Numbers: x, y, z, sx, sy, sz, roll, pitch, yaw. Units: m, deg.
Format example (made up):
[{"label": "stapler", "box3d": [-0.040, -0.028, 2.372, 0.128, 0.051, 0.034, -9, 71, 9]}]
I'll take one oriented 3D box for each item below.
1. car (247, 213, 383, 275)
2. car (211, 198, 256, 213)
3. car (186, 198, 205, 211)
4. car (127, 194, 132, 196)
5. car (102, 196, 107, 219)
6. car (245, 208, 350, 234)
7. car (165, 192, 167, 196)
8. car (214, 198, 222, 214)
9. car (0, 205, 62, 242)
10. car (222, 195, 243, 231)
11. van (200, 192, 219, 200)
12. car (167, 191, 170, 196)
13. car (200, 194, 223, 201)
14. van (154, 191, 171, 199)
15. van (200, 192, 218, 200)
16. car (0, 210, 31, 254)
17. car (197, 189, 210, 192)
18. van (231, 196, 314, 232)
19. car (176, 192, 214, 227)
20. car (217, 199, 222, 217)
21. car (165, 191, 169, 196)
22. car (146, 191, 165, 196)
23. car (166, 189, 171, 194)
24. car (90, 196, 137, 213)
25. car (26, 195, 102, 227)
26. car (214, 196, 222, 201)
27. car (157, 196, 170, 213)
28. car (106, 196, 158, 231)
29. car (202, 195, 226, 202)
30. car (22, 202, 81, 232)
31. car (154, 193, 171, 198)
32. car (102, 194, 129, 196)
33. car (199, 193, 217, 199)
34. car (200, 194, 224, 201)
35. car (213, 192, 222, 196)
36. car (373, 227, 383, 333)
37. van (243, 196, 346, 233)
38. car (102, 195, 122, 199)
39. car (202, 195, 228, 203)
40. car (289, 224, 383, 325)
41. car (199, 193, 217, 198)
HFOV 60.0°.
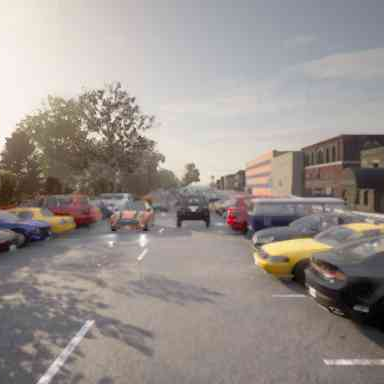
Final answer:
[{"label": "car", "box3d": [4.349, 1.472, 8.627, 5.366, 1.575, 1.946, 0, 0, 0]}, {"label": "car", "box3d": [4.496, 1.486, 36.318, 4.674, 1.452, 2.002, -1, 0, 0]}, {"label": "car", "box3d": [0.472, 1.486, 40.627, 1.812, 1.442, 4.674, 0, 0, 7]}, {"label": "car", "box3d": [-8.595, 1.197, 33.669, 5.566, 2.045, 2.435, 0, 0, 0]}, {"label": "car", "box3d": [-8.526, 1.335, 22.529, 4.553, 1.767, 2.185, 0, 0, 0]}, {"label": "car", "box3d": [4.538, 1.474, 11.411, 4.892, 1.521, 2.231, 0, 0, 0]}, {"label": "car", "box3d": [-8.256, 1.199, 67.992, 5.008, 1.535, 2.097, 0, 0, 0]}, {"label": "car", "box3d": [4.516, 1.495, 28.110, 4.674, 1.452, 2.002, 0, 0, 0]}, {"label": "car", "box3d": [-8.556, 1.470, 14.175, 5.008, 1.535, 2.097, 0, 0, 0]}, {"label": "car", "box3d": [4.556, 1.216, 16.977, 5.566, 2.045, 2.435, 0, 0, 0]}, {"label": "van", "box3d": [4.222, 0.940, 79.432, 4.442, 1.987, 1.878, 0, 0, 0]}, {"label": "car", "box3d": [-8.208, 1.195, 79.286, 4.792, 1.488, 2.163, 0, 0, 0]}, {"label": "car", "box3d": [4.323, 1.183, 73.781, 5.008, 1.535, 2.097, 0, 0, 0]}, {"label": "van", "box3d": [-8.094, 0.833, 90.720, 4.442, 1.987, 1.878, 0, 1, 0]}, {"label": "van", "box3d": [4.233, 0.920, 84.963, 4.442, 1.987, 1.878, 0, 0, 0]}, {"label": "car", "box3d": [-8.518, 1.502, 11.389, 4.792, 1.488, 2.163, 0, 0, 0]}, {"label": "car", "box3d": [4.362, 0.923, 76.607, 5.566, 2.045, 2.435, 0, 0, 0]}, {"label": "van", "box3d": [4.641, 1.239, 19.636, 4.442, 1.987, 1.878, 0, 0, 0]}, {"label": "car", "box3d": [0.082, 1.200, 22.866, 2.150, 2.045, 5.566, 0, 0, 0]}, {"label": "car", "box3d": [4.550, 1.488, 25.327, 4.792, 1.488, 2.163, 0, 0, 0]}, {"label": "car", "box3d": [-8.256, 1.183, 73.764, 4.892, 1.521, 2.231, 0, 0, 0]}, {"label": "car", "box3d": [-8.235, 1.081, 65.292, 4.553, 1.767, 2.185, 0, 0, 0]}, {"label": "car", "box3d": [-8.204, 0.905, 82.109, 5.566, 2.045, 2.435, 0, 0, 0]}, {"label": "car", "box3d": [-8.537, 1.319, 36.454, 4.553, 1.767, 2.185, 0, 0, 0]}, {"label": "car", "box3d": [-8.583, 1.212, 19.619, 5.566, 2.045, 2.435, 0, 0, 0]}, {"label": "car", "box3d": [4.699, 1.446, 33.677, 5.366, 1.575, 1.946, 0, 0, 0]}, {"label": "car", "box3d": [-3.529, 1.512, 37.256, 2.033, 1.411, 5.357, 0, 0, 0]}, {"label": "car", "box3d": [-3.515, 1.357, 20.343, 2.097, 1.767, 4.553, 0, 0, 0]}, {"label": "car", "box3d": [4.310, 1.248, 65.305, 4.674, 1.452, 2.002, 0, 0, 0]}, {"label": "car", "box3d": [-8.738, 1.464, 16.834, 5.366, 1.575, 1.946, 0, 0, 0]}, {"label": "car", "box3d": [-8.238, 1.030, 93.552, 4.792, 1.488, 2.163, 0, 1, 0]}, {"label": "car", "box3d": [-8.595, 1.326, 30.759, 4.553, 1.767, 2.185, 0, 0, 0]}, {"label": "car", "box3d": [4.363, 1.099, 90.757, 4.674, 1.452, 2.002, 0, 1, 0]}, {"label": "car", "box3d": [4.328, 1.191, 70.957, 5.008, 1.535, 2.097, 0, 0, 0]}, {"label": "car", "box3d": [4.273, 1.255, 59.652, 4.792, 1.488, 2.163, 0, 0, 0]}, {"label": "car", "box3d": [4.570, 1.354, 3.060, 4.553, 1.767, 2.185, 0, 0, 0]}, {"label": "van", "box3d": [4.646, 1.245, 14.194, 4.442, 1.987, 1.878, 0, 0, 0]}, {"label": "car", "box3d": [-8.593, 1.329, 27.974, 4.553, 1.767, 2.185, 0, 0, 0]}, {"label": "car", "box3d": [4.305, 1.257, 62.479, 4.674, 1.452, 2.002, 0, 0, 0]}, {"label": "car", "box3d": [4.530, 1.479, 5.845, 4.892, 1.521, 2.231, 0, 0, 0]}, {"label": "car", "box3d": [4.371, 1.000, 93.582, 5.008, 1.535, 2.097, 0, 1, 0]}]
